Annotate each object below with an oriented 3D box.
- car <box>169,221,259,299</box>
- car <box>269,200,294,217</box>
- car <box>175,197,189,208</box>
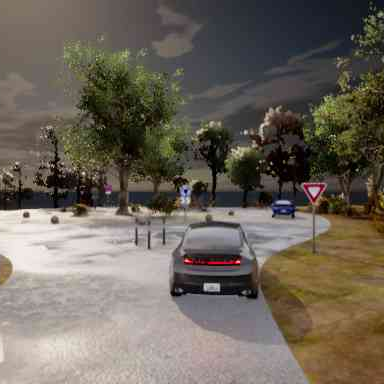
[{"bbox_3d":[0.601,1.497,8.501,1.837,1.490,4.892,0,0,6],"label":"car"},{"bbox_3d":[8.231,1.449,30.735,1.882,1.535,5.008,1,0,10],"label":"car"},{"bbox_3d":[-2.847,1.435,45.941,5.008,1.535,1.882,0,-1,16],"label":"car"}]
